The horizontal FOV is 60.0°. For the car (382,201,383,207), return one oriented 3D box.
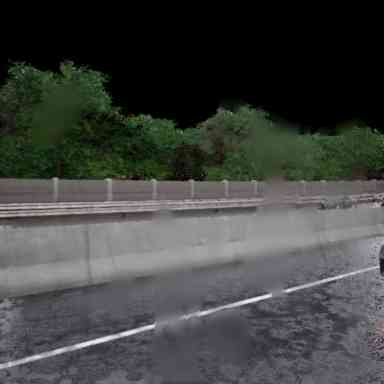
[{"bbox_3d":[22.846,1.093,36.611,4.902,1.511,2.128,-1,1,-33],"label":"car"}]

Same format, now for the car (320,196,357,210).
[{"bbox_3d":[16.014,1.215,36.270,4.892,1.490,1.837,-1,1,-34],"label":"car"}]

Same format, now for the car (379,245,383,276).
[{"bbox_3d":[6.598,1.486,8.379,4.892,1.490,1.837,0,0,-35],"label":"car"}]
